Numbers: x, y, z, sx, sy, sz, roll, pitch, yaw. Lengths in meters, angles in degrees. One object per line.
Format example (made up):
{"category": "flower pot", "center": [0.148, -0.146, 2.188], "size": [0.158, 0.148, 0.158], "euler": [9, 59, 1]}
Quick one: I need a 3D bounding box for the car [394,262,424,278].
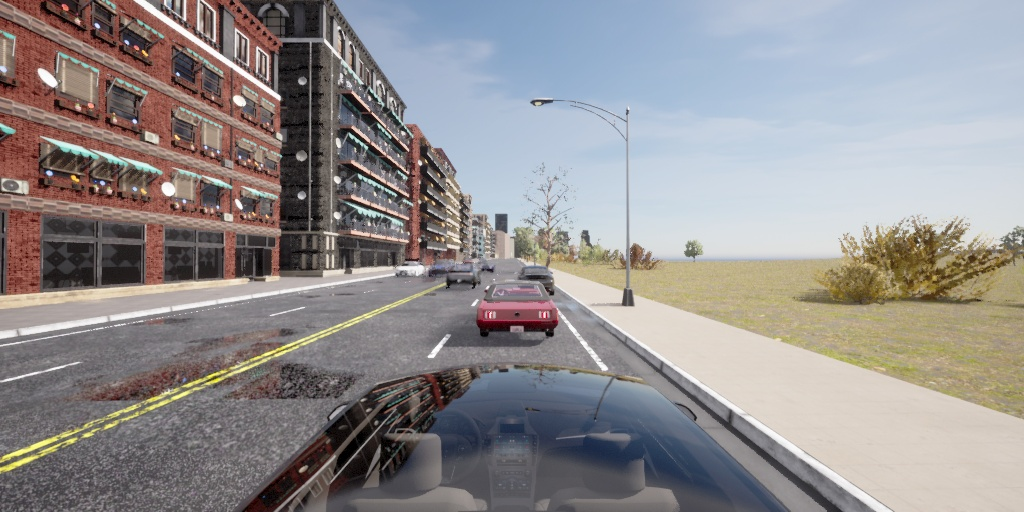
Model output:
{"category": "car", "center": [-9.720, 1.277, 34.422], "size": [1.812, 1.442, 4.674], "euler": [0, 0, 0]}

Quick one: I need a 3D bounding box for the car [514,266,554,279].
{"category": "car", "center": [1.207, 1.257, 19.455], "size": [1.837, 1.490, 4.892], "euler": [0, 0, 0]}

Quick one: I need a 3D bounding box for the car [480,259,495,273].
{"category": "car", "center": [-2.982, 1.352, 42.997], "size": [1.895, 1.301, 4.718], "euler": [0, 0, 0]}

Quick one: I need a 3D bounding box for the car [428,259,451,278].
{"category": "car", "center": [-6.472, 1.104, 33.829], "size": [2.097, 1.767, 4.553], "euler": [0, 0, 0]}

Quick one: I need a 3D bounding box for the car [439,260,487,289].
{"category": "car", "center": [-3.064, 1.245, 23.414], "size": [2.128, 1.511, 4.902], "euler": [0, 0, 0]}

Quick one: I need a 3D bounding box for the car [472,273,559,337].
{"category": "car", "center": [0.132, 1.352, 10.254], "size": [1.895, 1.301, 4.718], "euler": [0, 0, 0]}
